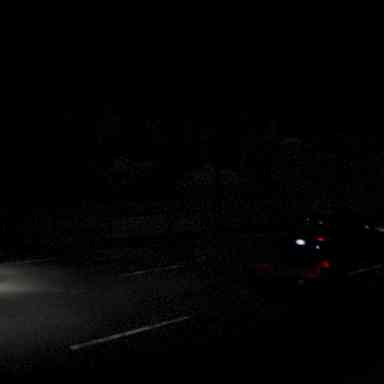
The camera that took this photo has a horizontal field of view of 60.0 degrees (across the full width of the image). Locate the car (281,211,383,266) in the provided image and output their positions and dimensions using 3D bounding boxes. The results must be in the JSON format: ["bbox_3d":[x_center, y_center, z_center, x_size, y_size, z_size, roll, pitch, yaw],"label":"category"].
[{"bbox_3d":[5.064,1.561,11.695,4.181,1.385,1.994,0,0,-36],"label":"car"}]

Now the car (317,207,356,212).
[{"bbox_3d":[8.125,1.525,18.201,4.674,1.442,1.812,0,0,-36],"label":"car"}]
